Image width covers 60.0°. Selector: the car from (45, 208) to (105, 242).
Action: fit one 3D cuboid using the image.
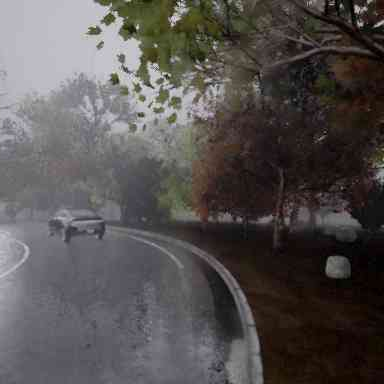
[{"bbox_3d":[-6.056,1.591,16.991,2.128,1.511,4.902,0,-1,-37],"label":"car"}]
